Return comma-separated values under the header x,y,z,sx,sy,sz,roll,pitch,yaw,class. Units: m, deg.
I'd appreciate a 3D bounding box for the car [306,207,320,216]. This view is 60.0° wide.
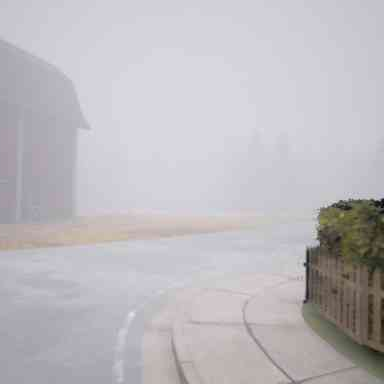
x,y,z,sx,sy,sz,roll,pitch,yaw,class
18.736,2.779,48.050,4.181,1.385,1.994,0,-1,36,car
